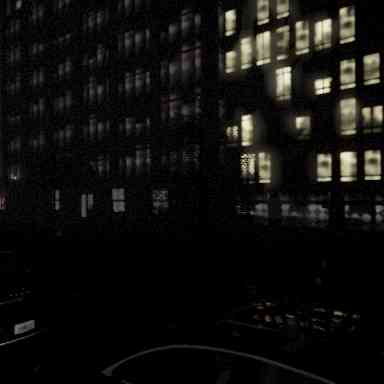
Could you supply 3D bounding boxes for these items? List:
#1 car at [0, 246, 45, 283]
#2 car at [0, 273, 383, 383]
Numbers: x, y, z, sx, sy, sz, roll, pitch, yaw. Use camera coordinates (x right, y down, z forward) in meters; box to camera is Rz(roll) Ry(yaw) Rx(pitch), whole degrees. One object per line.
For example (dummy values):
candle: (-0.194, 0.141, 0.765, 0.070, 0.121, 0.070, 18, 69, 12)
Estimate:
car: (-4.023, 1.599, 5.749, 4.403, 1.369, 2.008, -1, 0, 36)
car: (0.474, 1.558, 2.540, 4.403, 1.369, 2.008, -1, 0, 36)
